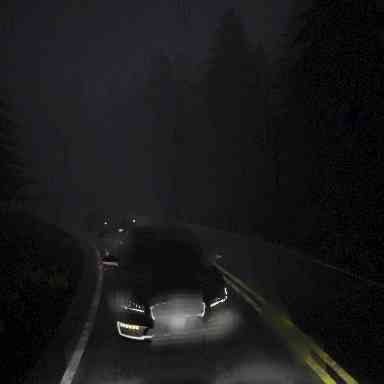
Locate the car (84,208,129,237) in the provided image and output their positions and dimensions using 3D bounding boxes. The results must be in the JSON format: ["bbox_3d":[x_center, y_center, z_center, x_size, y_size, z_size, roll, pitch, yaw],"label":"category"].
[{"bbox_3d":[-4.642,1.612,18.558,1.895,1.301,4.718,-3,1,-29],"label":"car"}]

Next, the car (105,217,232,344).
[{"bbox_3d":[-0.648,1.495,6.820,1.837,1.490,4.892,-1,0,-11],"label":"car"}]
